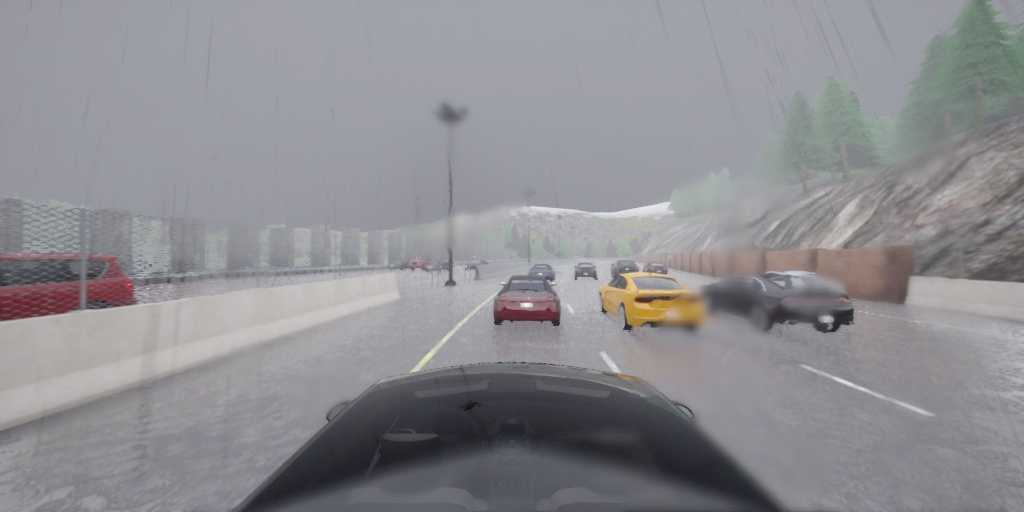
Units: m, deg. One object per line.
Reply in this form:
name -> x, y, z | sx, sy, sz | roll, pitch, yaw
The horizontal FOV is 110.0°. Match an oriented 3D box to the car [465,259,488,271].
car -> -4.606, 1.220, 47.507 | 1.882, 1.535, 5.008 | 0, 0, 14

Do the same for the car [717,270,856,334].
car -> 7.456, 1.261, 10.759 | 2.128, 1.511, 4.902 | 0, 0, 3

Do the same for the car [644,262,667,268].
car -> 14.636, 1.316, 36.707 | 1.812, 1.442, 4.674 | 0, 0, 12

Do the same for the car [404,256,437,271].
car -> -11.678, 0.949, 48.072 | 2.150, 2.045, 5.566 | 0, 0, 14

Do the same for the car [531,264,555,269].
car -> 2.438, 1.323, 28.823 | 1.994, 1.385, 4.181 | 0, 0, 9

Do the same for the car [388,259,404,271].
car -> -15.062, 1.207, 48.994 | 2.128, 1.511, 4.902 | 0, 0, 14

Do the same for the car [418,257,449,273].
car -> -9.050, 1.222, 43.943 | 2.128, 1.511, 4.902 | 0, 0, 13

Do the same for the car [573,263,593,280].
car -> 6.491, 1.295, 31.765 | 1.812, 1.442, 4.674 | 0, 0, 10

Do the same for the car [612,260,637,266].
car -> 10.237, 1.131, 32.689 | 2.097, 1.767, 4.553 | 0, 0, 11

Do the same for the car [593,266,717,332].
car -> 3.963, 1.239, 11.016 | 1.882, 1.535, 5.008 | 0, 0, 3

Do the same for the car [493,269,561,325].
car -> 0.523, 1.316, 11.845 | 1.994, 1.385, 4.181 | 0, 0, 3

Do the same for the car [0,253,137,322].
car -> -10.517, 0.946, 6.595 | 2.150, 2.045, 5.566 | 0, 0, 2
